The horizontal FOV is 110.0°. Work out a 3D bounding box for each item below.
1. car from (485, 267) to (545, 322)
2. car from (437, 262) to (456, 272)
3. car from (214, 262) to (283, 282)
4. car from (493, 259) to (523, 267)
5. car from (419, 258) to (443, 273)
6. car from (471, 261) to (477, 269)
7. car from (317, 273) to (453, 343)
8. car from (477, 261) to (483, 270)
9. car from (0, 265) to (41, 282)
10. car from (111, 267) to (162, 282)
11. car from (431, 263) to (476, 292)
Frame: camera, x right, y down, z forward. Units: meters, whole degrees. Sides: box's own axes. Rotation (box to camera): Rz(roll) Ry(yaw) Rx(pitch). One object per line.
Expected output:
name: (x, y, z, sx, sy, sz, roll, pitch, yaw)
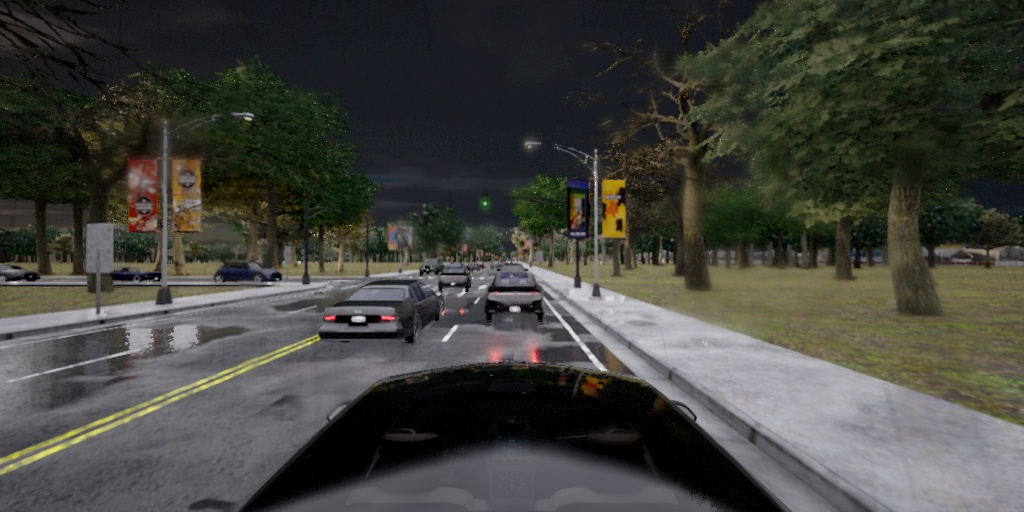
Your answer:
car: (0.080, 1.327, 12.724, 2.128, 1.511, 4.902, 0, 0, 0)
car: (-9.940, 1.654, 54.679, 1.882, 1.535, 5.008, 0, 0, 0)
car: (-21.295, 1.297, 29.124, 4.553, 1.767, 2.097, 0, -1, 0)
car: (0.042, 1.277, 24.229, 2.097, 1.767, 4.553, 0, -1, 0)
car: (-9.916, 1.314, 44.696, 2.150, 2.045, 5.566, 0, 0, 0)
car: (-6.689, 1.758, 52.493, 1.895, 1.301, 4.718, 0, 0, 0)
car: (-3.164, 1.361, 9.855, 2.033, 1.411, 5.357, 0, 0, 0)
car: (-6.677, 1.809, 62.504, 1.994, 1.385, 4.181, 0, -1, 1)
car: (-41.496, 1.429, 29.091, 4.892, 1.490, 1.837, 0, -1, 0)
car: (-31.070, 1.534, 29.093, 4.718, 1.301, 1.895, 0, -1, 0)
car: (-3.550, 1.406, 22.761, 2.128, 1.511, 4.902, 0, 0, -5)
